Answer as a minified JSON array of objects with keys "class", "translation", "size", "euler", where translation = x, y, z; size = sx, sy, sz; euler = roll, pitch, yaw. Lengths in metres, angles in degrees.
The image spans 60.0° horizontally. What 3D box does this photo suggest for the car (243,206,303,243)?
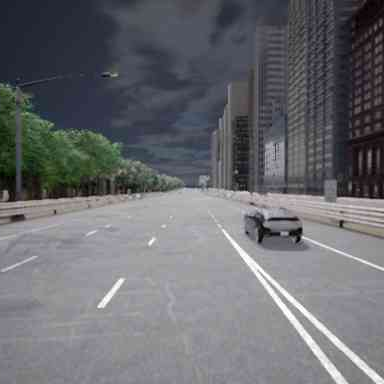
[{"class":"car","translation":[3.582,1.404,15.412],"size":[2.128,1.511,4.902],"euler":[0,0,-1]}]
